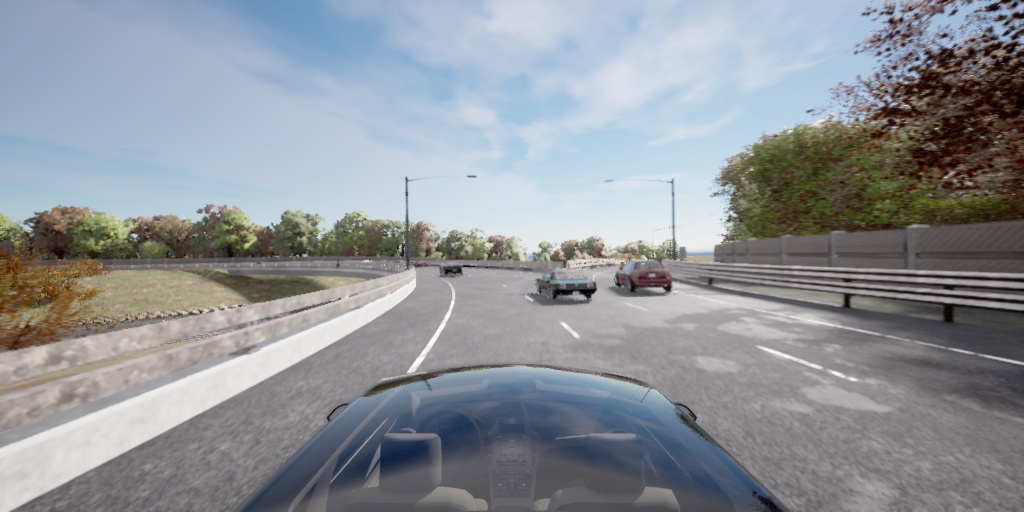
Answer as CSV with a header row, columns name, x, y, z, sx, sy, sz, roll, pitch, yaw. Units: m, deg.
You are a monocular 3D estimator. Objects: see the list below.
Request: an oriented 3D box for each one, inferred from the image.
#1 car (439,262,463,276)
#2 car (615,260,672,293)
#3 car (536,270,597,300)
name,x,y,z,sx,sy,sz,roll,pitch,yaw
car,-6.800,1.364,39.603,1.882,1.535,5.008,-1,0,-20
car,7.180,0.981,20.025,2.097,1.767,4.553,-1,0,5
car,2.443,1.314,17.486,1.895,1.301,4.718,-1,0,-8
